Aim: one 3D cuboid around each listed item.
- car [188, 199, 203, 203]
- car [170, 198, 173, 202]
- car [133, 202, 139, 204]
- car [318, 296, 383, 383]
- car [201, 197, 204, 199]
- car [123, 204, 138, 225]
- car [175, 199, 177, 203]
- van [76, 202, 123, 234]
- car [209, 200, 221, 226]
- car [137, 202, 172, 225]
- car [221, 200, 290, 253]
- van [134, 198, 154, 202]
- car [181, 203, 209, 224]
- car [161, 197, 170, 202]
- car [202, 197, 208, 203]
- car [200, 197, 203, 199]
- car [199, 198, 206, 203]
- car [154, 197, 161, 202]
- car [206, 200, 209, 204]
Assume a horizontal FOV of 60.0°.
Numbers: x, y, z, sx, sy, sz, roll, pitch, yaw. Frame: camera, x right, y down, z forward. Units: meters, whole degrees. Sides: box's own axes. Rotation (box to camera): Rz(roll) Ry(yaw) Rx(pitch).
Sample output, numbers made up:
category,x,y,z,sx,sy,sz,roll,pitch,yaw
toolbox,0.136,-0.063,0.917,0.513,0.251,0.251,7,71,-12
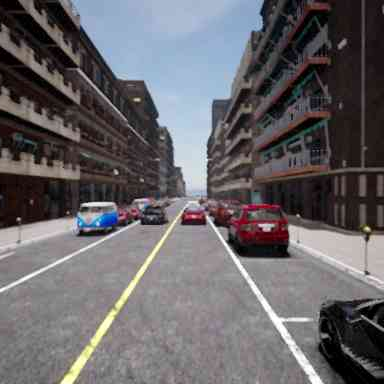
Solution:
category,x,y,z,sx,sy,sz,roll,pitch,yaw
car,0.153,1.930,42.449,1.812,1.442,4.674,0,0,0
car,-5.568,1.938,65.413,2.192,1.841,5.009,-1,-1,0
car,-5.608,1.875,31.427,1.802,1.307,4.206,-1,-1,0
car,2.681,1.598,3.061,1.947,1.339,4.313,-1,-1,0
car,2.790,2.046,54.203,1.752,1.417,4.829,-1,-1,0
car,-5.617,1.821,25.764,1.802,1.307,4.206,-1,-1,0
car,-5.506,2.427,93.559,1.752,1.417,4.829,-1,-1,0
van,-5.632,1.527,20.102,1.690,1.788,3.998,-1,-1,0
car,2.726,1.561,25.718,2.192,1.841,5.009,-1,-1,0
car,-2.966,1.759,26.870,1.837,1.490,4.892,0,-1,1
car,2.702,1.453,14.390,2.192,1.841,5.009,-1,-1,0
van,-5.611,1.689,37.094,1.690,1.788,3.998,-1,-1,0
car,0.126,1.821,27.143,1.994,1.385,4.181,0,0,0
car,-5.578,2.118,59.747,2.008,1.369,4.403,-1,-1,0
car,2.777,1.904,48.371,1.967,1.590,4.097,-1,-1,0
car,2.835,2.056,76.690,2.192,1.841,5.009,-1,-1,0
car,2.875,2.476,93.678,1.947,1.339,4.313,-1,-1,0
car,-5.627,1.718,42.757,2.192,1.841,5.009,-1,-1,0
car,2.754,1.936,37.043,1.802,1.307,4.206,-1,-1,0
